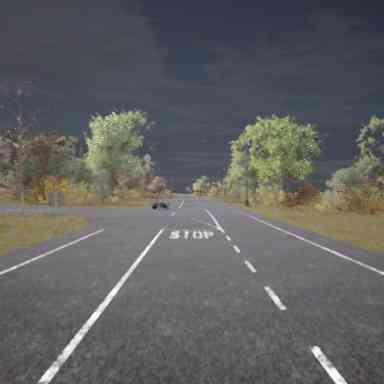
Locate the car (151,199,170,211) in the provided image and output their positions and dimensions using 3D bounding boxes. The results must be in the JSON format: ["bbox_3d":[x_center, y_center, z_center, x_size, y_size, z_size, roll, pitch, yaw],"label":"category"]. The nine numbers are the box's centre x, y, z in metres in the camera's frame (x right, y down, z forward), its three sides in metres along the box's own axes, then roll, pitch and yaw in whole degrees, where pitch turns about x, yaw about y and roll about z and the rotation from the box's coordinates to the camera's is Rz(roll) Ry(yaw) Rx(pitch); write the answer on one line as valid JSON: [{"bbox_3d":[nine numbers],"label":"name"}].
[{"bbox_3d":[-3.498,1.432,37.489,1.895,1.301,4.718,1,-2,0],"label":"car"}]
